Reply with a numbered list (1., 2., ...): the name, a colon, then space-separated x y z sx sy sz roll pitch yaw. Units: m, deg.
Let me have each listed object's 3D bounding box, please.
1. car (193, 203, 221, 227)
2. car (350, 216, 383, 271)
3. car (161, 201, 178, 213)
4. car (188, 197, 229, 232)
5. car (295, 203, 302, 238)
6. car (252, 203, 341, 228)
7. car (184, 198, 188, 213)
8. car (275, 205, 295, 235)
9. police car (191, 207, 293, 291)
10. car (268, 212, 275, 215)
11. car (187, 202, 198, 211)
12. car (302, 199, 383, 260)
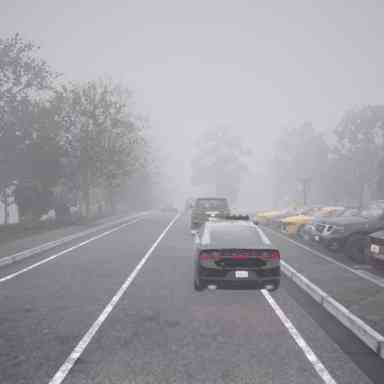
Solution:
1. car: 1.037 1.621 25.128 1.882 1.535 5.008 0 -1 0
2. car: 7.128 1.527 8.696 4.792 1.488 2.163 0 0 0
3. car: -3.135 1.986 46.583 2.097 1.767 4.553 0 -2 0
4. car: 1.022 1.296 19.157 2.150 2.045 5.566 0 -1 0
5. car: 7.146 1.382 14.245 4.553 1.767 2.185 0 0 0
6. car: 6.955 1.563 22.563 5.366 1.575 1.946 0 0 0
7. car: 0.130 1.805 44.927 2.150 2.045 5.566 0 -2 0
8. car: 7.130 1.519 17.021 5.008 1.535 2.097 0 0 0
9. police car: 0.997 1.439 9.215 1.930 1.638 5.238 0 0 0
10. car: 7.137 1.539 19.793 4.892 1.521 2.231 0 0 0
11. car: 0.148 2.615 59.682 1.837 1.490 4.892 0 -2 0
12. car: 7.078 1.250 11.473 5.566 2.045 2.435 0 0 0
